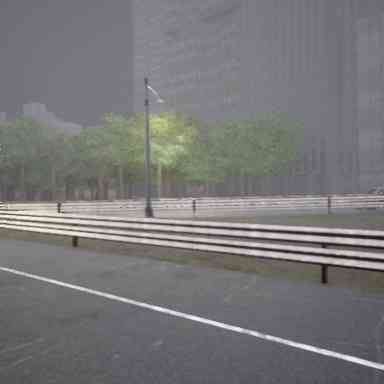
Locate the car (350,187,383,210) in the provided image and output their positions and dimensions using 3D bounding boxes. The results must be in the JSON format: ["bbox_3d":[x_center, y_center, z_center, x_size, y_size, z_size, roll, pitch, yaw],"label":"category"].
[{"bbox_3d":[17.618,0.584,30.859,5.566,2.045,2.150,-1,0,-6],"label":"car"}]
